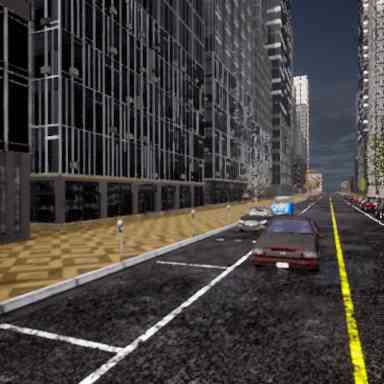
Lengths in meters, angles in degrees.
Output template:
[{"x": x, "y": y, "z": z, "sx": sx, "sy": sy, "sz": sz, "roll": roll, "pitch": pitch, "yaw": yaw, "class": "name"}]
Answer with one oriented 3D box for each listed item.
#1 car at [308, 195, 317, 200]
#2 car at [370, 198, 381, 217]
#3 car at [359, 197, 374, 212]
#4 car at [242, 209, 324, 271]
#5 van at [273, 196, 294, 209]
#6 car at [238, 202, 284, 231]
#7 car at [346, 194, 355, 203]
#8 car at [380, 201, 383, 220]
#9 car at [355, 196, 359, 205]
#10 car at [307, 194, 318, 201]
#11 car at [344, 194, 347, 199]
[{"x": 30.051, "y": 1.348, "z": 82.816, "sx": 1.802, "sy": 1.307, "sz": 4.206, "roll": 0, "pitch": 0, "yaw": 22, "class": "car"}, {"x": 16.064, "y": 1.484, "z": 26.996, "sx": 2.008, "sy": 1.369, "sz": 4.403, "roll": 0, "pitch": 0, "yaw": 22, "class": "car"}, {"x": 20.410, "y": 1.341, "z": 37.519, "sx": 1.967, "sy": 1.590, "sz": 4.097, "roll": 0, "pitch": 0, "yaw": 22, "class": "car"}, {"x": 3.403, "y": 1.535, "z": 11.252, "sx": 2.033, "sy": 1.411, "sz": 5.357, "roll": 0, "pitch": 0, "yaw": 22, "class": "car"}, {"x": 8.319, "y": 1.298, "z": 30.199, "sx": 1.690, "sy": 1.788, "sz": 3.998, "roll": 0, "pitch": 0, "yaw": 22, "class": "van"}, {"x": 3.973, "y": 1.533, "z": 19.676, "sx": 2.008, "sy": 1.369, "sz": 4.403, "roll": 0, "pitch": 0, "yaw": 22, "class": "car"}, {"x": 31.276, "y": 1.354, "z": 63.826, "sx": 1.887, "sy": 1.381, "sz": 4.507, "roll": 0, "pitch": 0, "yaw": 22, "class": "car"}, {"x": 13.891, "y": 1.498, "z": 21.735, "sx": 2.008, "sy": 1.369, "sz": 4.403, "roll": 0, "pitch": 0, "yaw": 22, "class": "car"}, {"x": 22.583, "y": 1.324, "z": 42.780, "sx": 1.967, "sy": 1.590, "sz": 4.097, "roll": 0, "pitch": 0, "yaw": 22, "class": "car"}, {"x": 27.878, "y": 1.334, "z": 77.553, "sx": 1.887, "sy": 1.381, "sz": 4.507, "roll": 0, "pitch": 0, "yaw": 22, "class": "car"}, {"x": 37.794, "y": 1.308, "z": 79.610, "sx": 1.947, "sy": 1.339, "sz": 4.313, "roll": 0, "pitch": 0, "yaw": 22, "class": "car"}]
